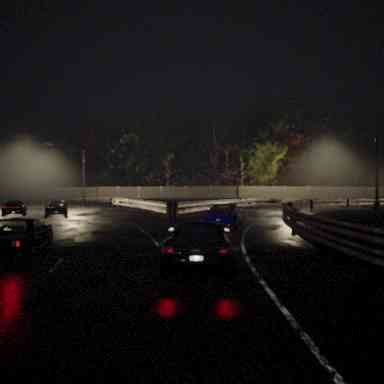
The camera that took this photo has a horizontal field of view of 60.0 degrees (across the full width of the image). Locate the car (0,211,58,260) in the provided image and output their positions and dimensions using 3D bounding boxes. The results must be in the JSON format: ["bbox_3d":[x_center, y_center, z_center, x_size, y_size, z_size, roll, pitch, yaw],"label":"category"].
[{"bbox_3d":[-6.425,1.599,12.183,1.895,1.301,4.718,0,0,-13],"label":"car"}]

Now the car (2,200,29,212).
[{"bbox_3d":[-16.481,1.501,31.041,1.837,1.490,4.892,0,0,-24],"label":"car"}]

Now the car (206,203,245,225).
[{"bbox_3d":[2.210,1.474,21.490,1.882,1.535,5.008,0,0,16],"label":"car"}]

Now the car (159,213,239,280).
[{"bbox_3d":[0.204,1.562,9.991,1.994,1.385,4.181,0,0,3],"label":"car"}]

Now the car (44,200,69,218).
[{"bbox_3d":[-12.201,1.488,29.996,2.128,1.511,4.902,0,0,-22],"label":"car"}]
